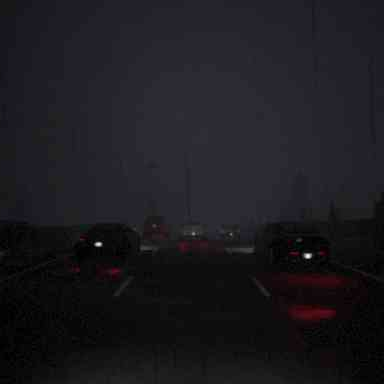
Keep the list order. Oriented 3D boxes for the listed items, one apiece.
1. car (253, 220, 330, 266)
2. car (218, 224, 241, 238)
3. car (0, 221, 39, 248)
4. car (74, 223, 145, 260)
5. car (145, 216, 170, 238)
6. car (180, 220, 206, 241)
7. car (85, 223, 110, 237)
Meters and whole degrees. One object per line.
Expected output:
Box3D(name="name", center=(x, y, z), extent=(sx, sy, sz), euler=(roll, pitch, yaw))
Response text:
Box3D(name="car", center=(3.597, 1.861, 12.755), extent=(1.837, 1.490, 4.892), euler=(0, -3, 0))
Box3D(name="car", center=(3.590, 3.868, 32.707), extent=(1.895, 1.301, 4.718), euler=(0, -7, 0))
Box3D(name="car", center=(-10.574, 2.326, 18.893), extent=(2.033, 1.411, 5.357), euler=(0, -5, 0))
Box3D(name="car", center=(-3.404, 2.000, 14.101), extent=(1.994, 1.385, 4.181), euler=(0, -3, 0))
Box3D(name="car", center=(-3.410, 3.485, 32.708), extent=(2.150, 2.045, 5.566), euler=(0, -7, 0))
Box3D(name="car", center=(0.093, 2.867, 24.931), extent=(1.812, 1.442, 4.674), euler=(0, -6, 0))
Box3D(name="car", center=(-14.014, 5.717, 49.751), extent=(2.150, 2.045, 5.566), euler=(0, -7, 0))
